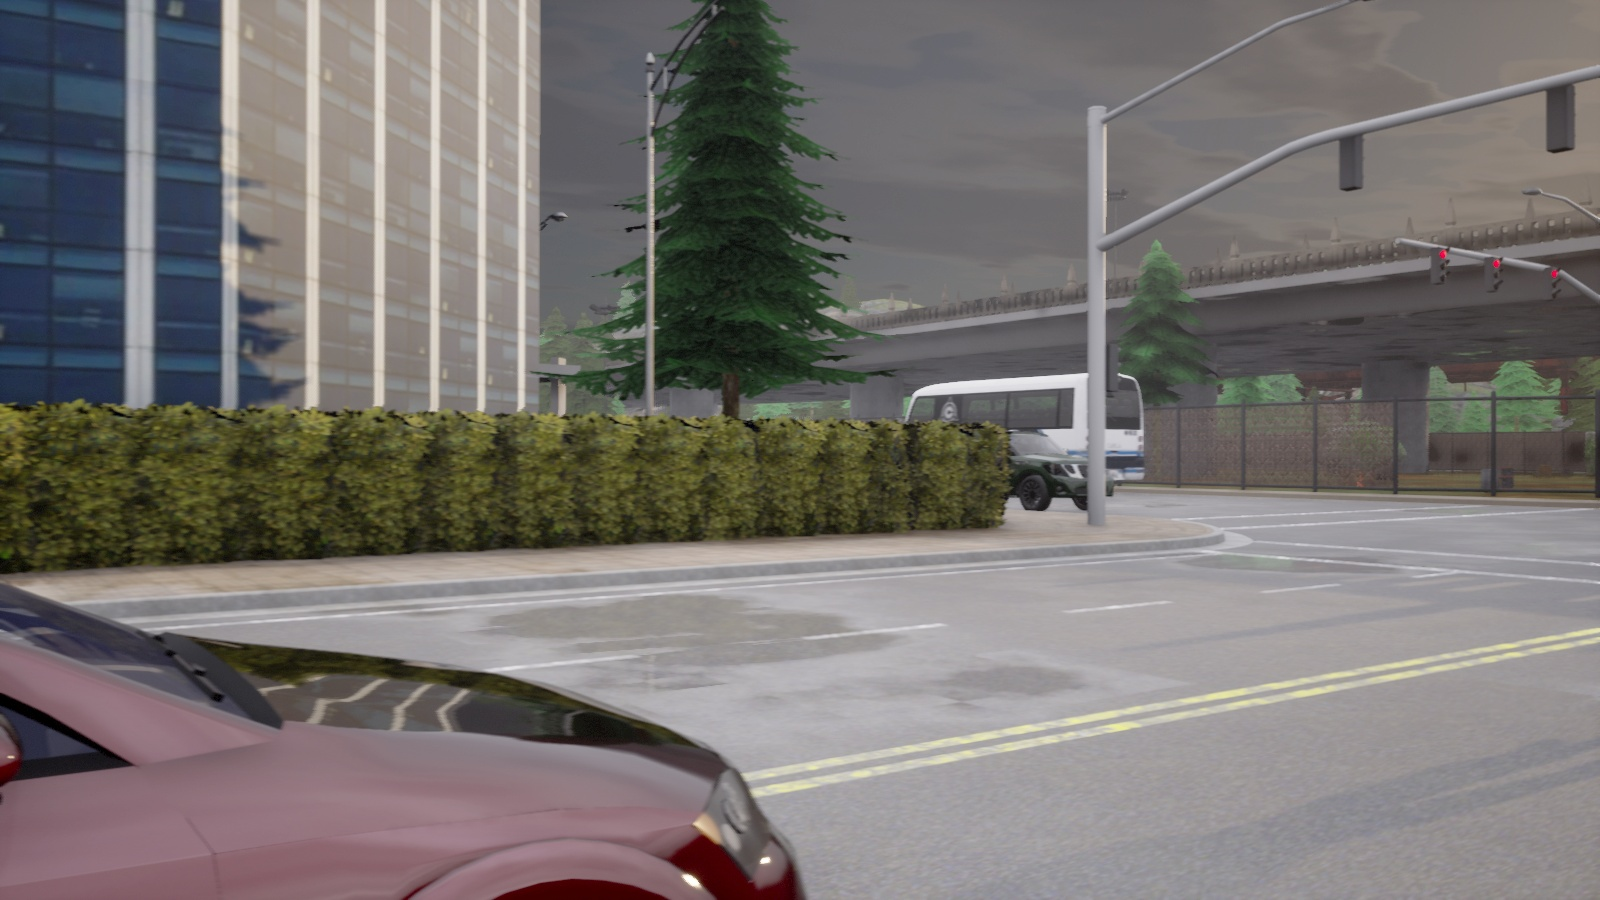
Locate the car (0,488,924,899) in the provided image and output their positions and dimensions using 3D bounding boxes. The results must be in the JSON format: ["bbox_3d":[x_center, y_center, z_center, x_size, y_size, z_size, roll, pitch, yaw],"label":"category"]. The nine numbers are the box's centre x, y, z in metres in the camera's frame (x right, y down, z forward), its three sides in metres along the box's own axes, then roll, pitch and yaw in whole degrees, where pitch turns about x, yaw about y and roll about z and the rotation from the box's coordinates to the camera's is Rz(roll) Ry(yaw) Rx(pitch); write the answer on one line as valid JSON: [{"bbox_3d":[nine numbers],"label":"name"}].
[{"bbox_3d":[-2.027,0.818,2.248,4.181,1.385,1.994,0,0,-35],"label":"car"}]

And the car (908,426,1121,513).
[{"bbox_3d":[5.403,0.477,32.444,2.150,2.045,5.566,0,0,-35],"label":"car"}]

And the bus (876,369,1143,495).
[{"bbox_3d":[7.620,-0.586,47.678,3.944,4.253,10.273,0,0,-35],"label":"bus"}]

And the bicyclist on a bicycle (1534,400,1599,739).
[{"bbox_3d":[4.953,0.622,7.107,1.843,1.776,0.659,0,0,-35],"label":"bicyclist on a bicycle"}]
